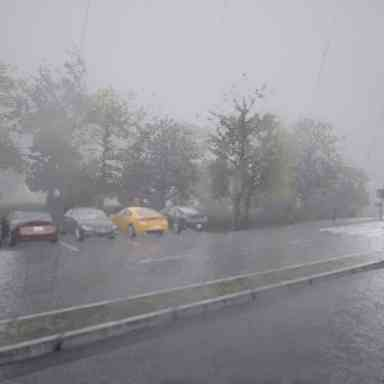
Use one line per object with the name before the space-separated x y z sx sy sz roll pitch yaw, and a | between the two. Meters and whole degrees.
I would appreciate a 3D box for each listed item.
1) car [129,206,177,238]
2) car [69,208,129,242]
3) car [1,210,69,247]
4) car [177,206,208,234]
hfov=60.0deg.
car | -3.236 1.606 18.916 2.097 1.535 5.008 1 0 -35
car | -5.486 1.583 17.328 2.231 1.521 4.892 1 0 -35
car | -7.740 1.588 15.752 2.163 1.488 4.792 1 -1 -35
car | -0.991 1.628 20.513 2.231 1.521 4.892 0 0 -35
